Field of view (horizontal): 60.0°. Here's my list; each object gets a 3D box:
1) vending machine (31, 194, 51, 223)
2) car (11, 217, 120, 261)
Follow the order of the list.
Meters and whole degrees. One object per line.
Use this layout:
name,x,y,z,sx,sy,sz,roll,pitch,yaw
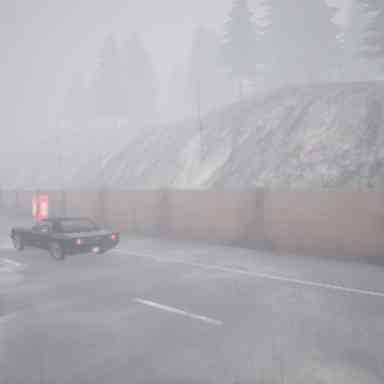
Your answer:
vending machine,-11.120,1.173,24.495,0.880,2.100,1.100,0,0,44
car,-4.865,1.592,12.327,4.718,1.301,1.895,0,0,40
